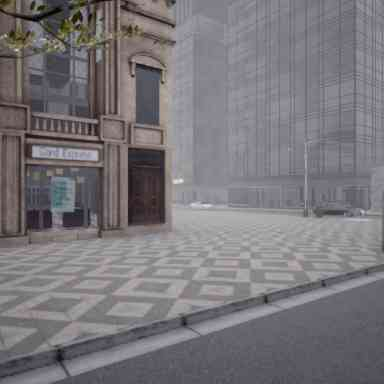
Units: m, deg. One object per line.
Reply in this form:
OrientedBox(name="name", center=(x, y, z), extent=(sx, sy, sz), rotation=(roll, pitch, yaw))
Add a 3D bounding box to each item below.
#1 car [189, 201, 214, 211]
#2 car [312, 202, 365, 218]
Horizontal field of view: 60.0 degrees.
OrientedBox(name="car", center=(1.382, 2.127, 49.808), extent=(1.812, 1.442, 4.674), rotation=(0, -1, -36))
OrientedBox(name="car", center=(14.119, 1.758, 32.222), extent=(2.128, 1.511, 4.902), rotation=(0, -1, -36))
